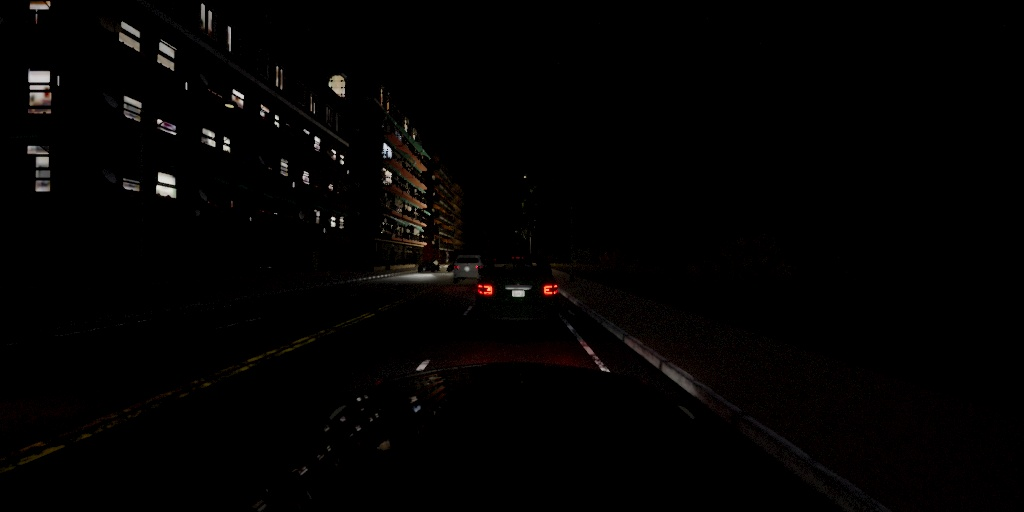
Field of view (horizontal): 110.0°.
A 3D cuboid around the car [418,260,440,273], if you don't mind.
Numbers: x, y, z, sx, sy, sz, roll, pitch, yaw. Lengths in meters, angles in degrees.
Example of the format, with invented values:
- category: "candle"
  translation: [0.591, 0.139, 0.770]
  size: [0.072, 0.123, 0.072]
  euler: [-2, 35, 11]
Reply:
- category: "car"
  translation: [-9.821, 1.245, 42.606]
  size: [2.128, 1.511, 4.902]
  euler: [0, 0, 0]

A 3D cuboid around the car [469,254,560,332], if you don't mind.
- category: "car"
  translation: [0.111, 0.973, 11.076]
  size: [2.150, 2.045, 5.566]
  euler: [0, 0, -1]

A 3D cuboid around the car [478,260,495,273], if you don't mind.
- category: "car"
  translation: [-3.117, 1.280, 45.154]
  size: [1.812, 1.442, 4.674]
  euler: [0, 0, 0]

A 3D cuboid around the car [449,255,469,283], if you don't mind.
- category: "car"
  translation: [-3.130, 0.973, 27.725]
  size: [2.150, 2.045, 5.566]
  euler: [0, 0, 0]

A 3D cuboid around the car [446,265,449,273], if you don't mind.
- category: "car"
  translation: [-6.570, 1.301, 43.057]
  size: [2.033, 1.411, 5.357]
  euler: [0, 0, 0]
